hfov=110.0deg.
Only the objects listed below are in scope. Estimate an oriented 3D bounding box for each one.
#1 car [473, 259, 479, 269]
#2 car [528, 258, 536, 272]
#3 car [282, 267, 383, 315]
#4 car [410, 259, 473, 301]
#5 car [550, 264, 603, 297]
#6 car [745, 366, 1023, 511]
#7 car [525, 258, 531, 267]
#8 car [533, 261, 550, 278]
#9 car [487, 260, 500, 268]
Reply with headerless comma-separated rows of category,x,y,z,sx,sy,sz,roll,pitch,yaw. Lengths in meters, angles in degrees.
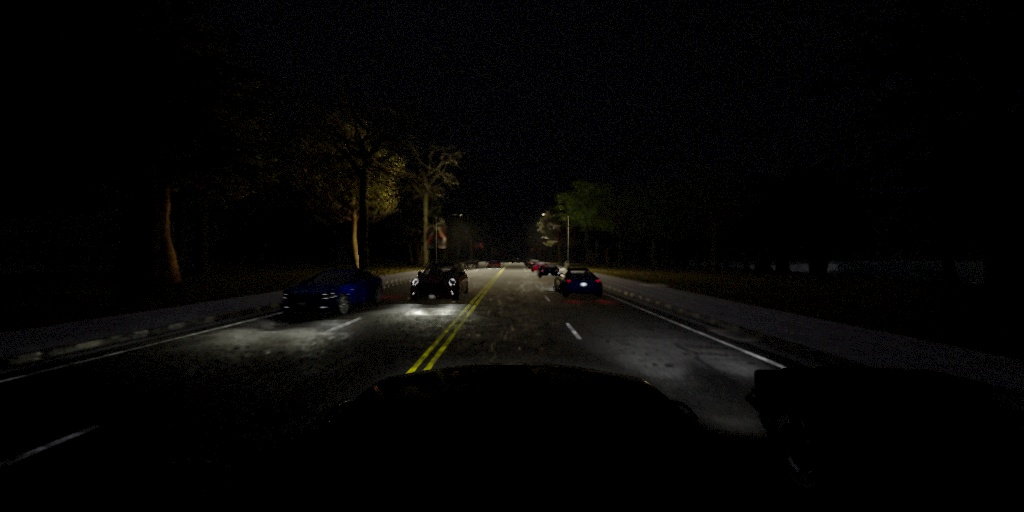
car,-6.258,1.277,56.572,1.837,1.490,4.892,0,0,1
car,3.430,1.329,44.967,1.994,1.385,4.181,0,0,0
car,-6.583,1.227,13.717,1.882,1.535,5.008,0,0,0
car,-3.321,1.102,17.145,2.097,1.767,4.553,0,0,0
car,3.382,1.315,18.873,1.994,1.385,4.181,0,0,0
car,3.352,1.351,1.561,1.895,1.301,4.718,0,0,0
car,3.533,1.279,55.987,2.163,1.488,4.792,0,0,1
car,3.351,1.358,34.007,1.895,1.301,4.718,0,0,0
car,-2.965,1.342,59.463,1.994,1.385,4.181,0,0,1
